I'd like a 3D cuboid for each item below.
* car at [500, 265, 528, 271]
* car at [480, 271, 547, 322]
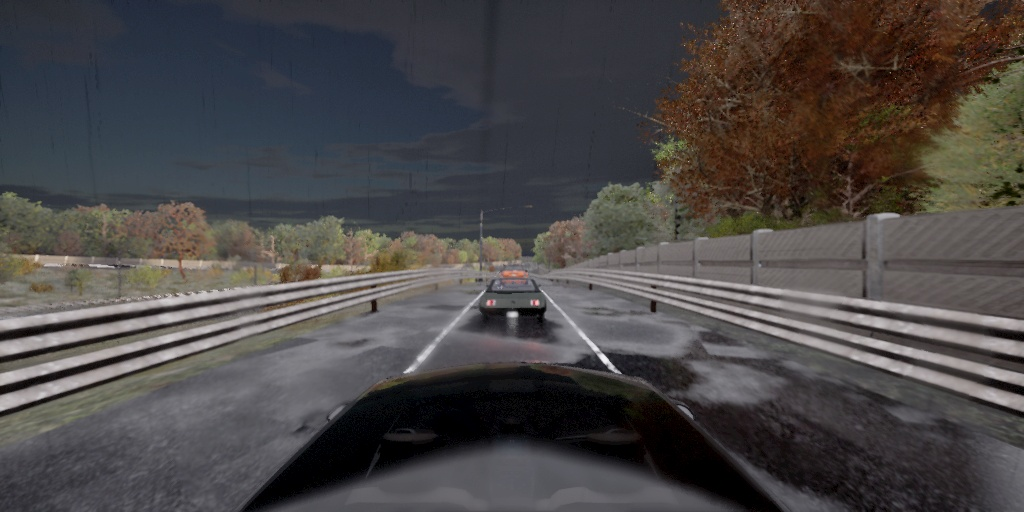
[{"bbox_3d":[0.145,1.468,27.476,2.097,1.767,4.553,0,-2,1],"label":"car"},{"bbox_3d":[0.041,1.352,12.153,1.895,1.301,4.718,0,-1,0],"label":"car"}]
